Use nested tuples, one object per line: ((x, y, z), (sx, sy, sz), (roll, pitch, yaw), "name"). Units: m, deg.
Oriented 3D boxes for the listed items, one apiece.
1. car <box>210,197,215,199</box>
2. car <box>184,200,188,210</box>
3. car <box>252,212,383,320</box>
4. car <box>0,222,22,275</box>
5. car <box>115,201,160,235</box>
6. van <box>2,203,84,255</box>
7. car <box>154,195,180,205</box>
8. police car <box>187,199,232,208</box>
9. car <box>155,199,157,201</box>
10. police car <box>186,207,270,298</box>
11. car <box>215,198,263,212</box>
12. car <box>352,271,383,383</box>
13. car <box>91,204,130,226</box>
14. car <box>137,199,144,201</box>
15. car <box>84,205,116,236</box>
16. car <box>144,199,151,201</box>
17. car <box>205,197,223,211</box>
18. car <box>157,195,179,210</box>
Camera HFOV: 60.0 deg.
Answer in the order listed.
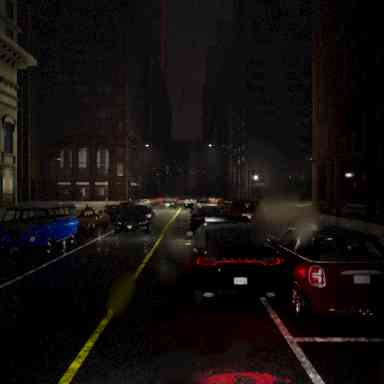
((2.719, 1.320, 24.226), (2.192, 1.841, 5.009), (0, 0, 0), "car")
((-0.068, 1.620, 42.972), (1.895, 1.301, 4.718), (0, 0, 0), "car")
((2.747, 1.440, 7.318), (1.967, 1.590, 4.097), (0, 0, 0), "car")
((-5.778, 1.582, 7.300), (1.802, 1.307, 4.206), (0, 0, 0), "car")
((-3.131, 1.508, 19.122), (1.837, 1.490, 4.892), (0, 0, 0), "car")
((-5.788, 1.342, 12.937), (1.690, 1.788, 3.998), (0, 0, 0), "van")
((-4.537, 1.400, 60.109), (4.553, 1.767, 2.097), (0, 0, 38), "car")
((0.838, 1.428, 18.679), (1.930, 1.638, 5.238), (0, 0, 0), "police car")
((-5.832, 1.568, 41.119), (2.008, 1.369, 4.403), (0, 0, 0), "car")
((0.886, 1.425, 8.679), (1.930, 1.638, 5.238), (0, 0, 0), "police car")
((2.728, 1.318, 18.589), (2.192, 1.841, 5.009), (0, 0, 0), "car")
((2.756, 1.582, 1.682), (1.802, 1.307, 4.206), (0, 0, 0), "car")
((-5.804, 1.587, 24.210), (1.802, 1.307, 4.206), (0, 0, 0), "car")
((-5.814, 1.575, 29.846), (1.947, 1.339, 4.313), (0, 0, 0), "car")
((-5.796, 1.528, 18.403), (1.752, 1.417, 4.829), (0, 0, 0), "car")
((-5.823, 1.579, 35.483), (1.947, 1.339, 4.313), (0, 0, 0), "car")
((2.693, 1.457, 41.134), (1.967, 1.590, 4.097), (0, 0, 0), "car")
((-3.070, 1.512, 44.415), (2.128, 1.511, 4.902), (0, 0, 0), "car")
